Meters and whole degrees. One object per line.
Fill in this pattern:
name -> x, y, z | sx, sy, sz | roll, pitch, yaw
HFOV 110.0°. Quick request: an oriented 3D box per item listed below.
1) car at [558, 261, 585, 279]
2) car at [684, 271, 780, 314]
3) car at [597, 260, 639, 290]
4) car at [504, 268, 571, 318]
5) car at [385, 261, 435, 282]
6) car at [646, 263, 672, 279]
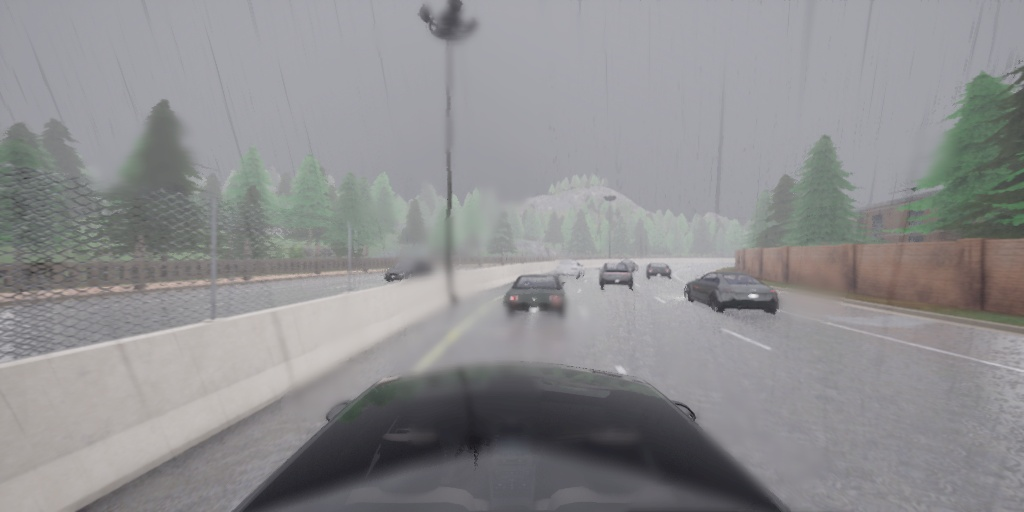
car -> 4.981, 1.135, 30.236 | 1.812, 1.442, 4.674 | 0, 0, 18
car -> 8.220, 1.280, 13.797 | 1.994, 1.385, 4.181 | 0, 0, 8
car -> 6.252, 1.154, 21.839 | 2.128, 1.511, 4.902 | 0, 0, 13
car -> 0.971, 1.292, 12.793 | 1.895, 1.301, 4.718 | 0, 0, 7
car -> -7.346, 1.123, 26.276 | 1.837, 1.490, 4.892 | 0, 0, 14
car -> 12.557, 1.238, 30.881 | 1.895, 1.301, 4.718 | 0, 0, 20
